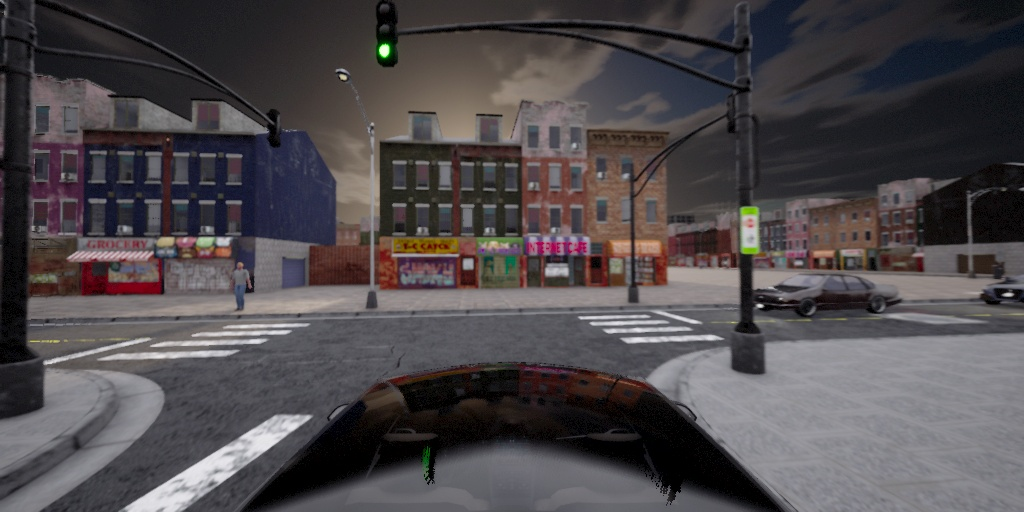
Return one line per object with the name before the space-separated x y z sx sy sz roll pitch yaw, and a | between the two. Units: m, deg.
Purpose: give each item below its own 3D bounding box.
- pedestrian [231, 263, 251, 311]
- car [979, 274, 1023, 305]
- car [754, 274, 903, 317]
pedestrian | -10.400 1.145 13.759 0.375 1.860 0.375 0 -1 -6
car | 21.254 1.307 14.138 4.181 1.385 1.994 0 -1 -6
car | 11.348 1.355 13.161 5.357 1.411 2.033 0 -1 -11
